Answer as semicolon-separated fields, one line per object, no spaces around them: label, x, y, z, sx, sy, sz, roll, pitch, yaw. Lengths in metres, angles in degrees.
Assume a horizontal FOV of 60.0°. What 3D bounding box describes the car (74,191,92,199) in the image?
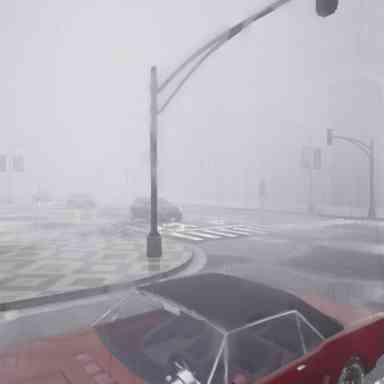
car;-21.705;0.520;66.168;1.882;1.535;5.008;0;1;-36

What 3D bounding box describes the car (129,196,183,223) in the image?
car;-2.500;1.102;22.489;2.097;1.767;4.553;0;1;-36

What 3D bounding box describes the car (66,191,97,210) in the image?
car;-11.806;0.874;35.399;2.097;1.767;4.553;0;1;-37

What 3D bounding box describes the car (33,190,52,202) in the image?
car;-22.976;0.585;51.078;2.097;1.767;4.553;0;1;-36

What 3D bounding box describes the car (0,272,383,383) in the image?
car;-0.077;1.601;3.067;4.718;1.301;1.895;0;0;-39
